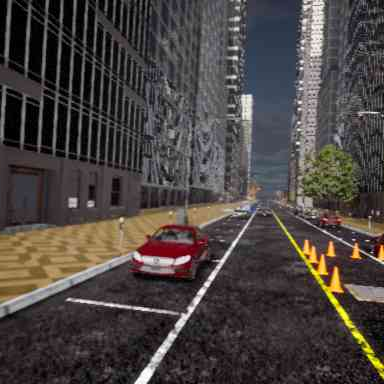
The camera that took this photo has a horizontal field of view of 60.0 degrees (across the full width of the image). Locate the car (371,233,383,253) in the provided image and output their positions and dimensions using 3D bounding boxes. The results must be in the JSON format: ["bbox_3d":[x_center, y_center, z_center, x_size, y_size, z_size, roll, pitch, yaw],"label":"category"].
[{"bbox_3d":[8.949,2.201,13.992,1.802,1.307,4.206,3,-1,12],"label":"car"}]

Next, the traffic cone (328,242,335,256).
[{"bbox_3d":[5.958,2.422,14.260,0.340,0.580,0.340,3,-1,12],"label":"traffic cone"}]

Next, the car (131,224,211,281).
[{"bbox_3d":[-0.433,1.670,10.211,1.802,1.307,4.206,3,-1,12],"label":"car"}]

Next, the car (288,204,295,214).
[{"bbox_3d":[18.582,3.014,58.495,1.967,1.590,4.097,3,-1,12],"label":"car"}]

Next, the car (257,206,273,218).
[{"bbox_3d":[9.552,2.512,43.662,2.033,1.411,5.357,3,-1,12],"label":"car"}]

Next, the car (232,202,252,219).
[{"bbox_3d":[5.584,2.251,38.025,2.008,1.369,4.403,3,-1,12],"label":"car"}]

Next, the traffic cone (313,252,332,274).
[{"bbox_3d":[4.137,2.287,10.564,0.340,0.580,0.340,3,-1,12],"label":"traffic cone"}]

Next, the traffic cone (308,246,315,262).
[{"bbox_3d":[4.560,2.330,12.518,0.340,0.580,0.340,3,-1,12],"label":"traffic cone"}]

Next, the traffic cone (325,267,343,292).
[{"bbox_3d":[3.715,2.244,8.610,0.340,0.580,0.340,3,-1,12],"label":"traffic cone"}]

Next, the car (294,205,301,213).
[{"bbox_3d":[16.169,2.896,47.368,2.008,1.369,4.403,3,-1,12],"label":"car"}]

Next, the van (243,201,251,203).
[{"bbox_3d":[8.002,2.278,49.152,1.690,1.788,3.998,3,-1,12],"label":"van"}]

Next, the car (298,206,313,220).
[{"bbox_3d":[14.966,2.779,41.806,2.008,1.369,4.403,3,-1,12],"label":"car"}]

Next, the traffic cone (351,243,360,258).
[{"bbox_3d":[6.934,2.470,14.048,0.340,0.580,0.340,3,-1,12],"label":"traffic cone"}]

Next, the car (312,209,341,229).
[{"bbox_3d":[12.558,2.569,30.680,1.802,1.307,4.206,3,-1,12],"label":"car"}]

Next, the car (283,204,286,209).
[{"bbox_3d":[24.595,3.681,86.307,1.887,1.381,4.507,3,0,12],"label":"car"}]

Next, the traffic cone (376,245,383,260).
[{"bbox_3d":[7.892,2.511,13.830,0.340,0.580,0.340,1,-1,8],"label":"traffic cone"}]

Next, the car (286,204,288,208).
[{"bbox_3d":[19.786,3.128,64.057,1.967,1.590,4.097,3,-1,12],"label":"car"}]
